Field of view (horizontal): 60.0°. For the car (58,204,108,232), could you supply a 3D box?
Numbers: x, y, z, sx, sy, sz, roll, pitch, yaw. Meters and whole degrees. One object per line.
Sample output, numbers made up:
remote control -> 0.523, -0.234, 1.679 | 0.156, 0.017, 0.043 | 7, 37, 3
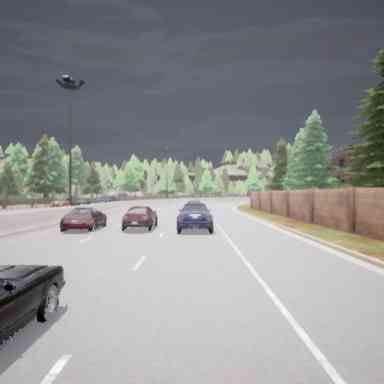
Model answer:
car -> -6.817, 1.686, 21.305 | 1.994, 1.385, 4.181 | 0, 0, 0

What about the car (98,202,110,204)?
car -> -13.214, 1.619, 51.056 | 2.150, 2.045, 5.566 | 0, 0, 6

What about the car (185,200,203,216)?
car -> 0.259, 1.719, 37.127 | 1.837, 1.490, 4.892 | 0, 0, 0

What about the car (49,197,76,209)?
car -> -20.164, 1.701, 51.893 | 2.097, 1.767, 4.553 | 0, 0, 6

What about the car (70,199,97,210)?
car -> -16.689, 1.894, 51.473 | 2.033, 1.411, 5.357 | 0, 0, 6

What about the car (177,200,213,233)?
car -> 0.180, 1.474, 20.853 | 2.097, 1.767, 4.553 | 0, 0, 0

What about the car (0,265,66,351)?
car -> -3.383, 1.626, 4.349 | 1.895, 1.301, 4.718 | 0, 0, 0

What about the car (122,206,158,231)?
car -> -3.330, 1.650, 21.628 | 1.812, 1.442, 4.674 | 0, 0, 0
